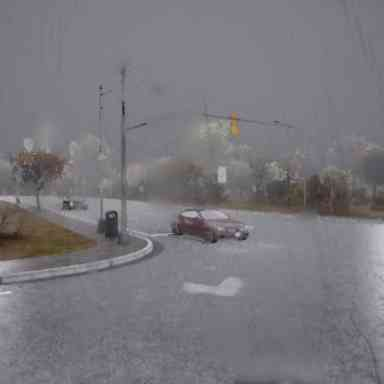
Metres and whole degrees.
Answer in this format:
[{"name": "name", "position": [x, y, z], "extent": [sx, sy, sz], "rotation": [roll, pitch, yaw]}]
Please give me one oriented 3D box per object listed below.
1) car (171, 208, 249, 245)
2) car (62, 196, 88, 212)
[{"name": "car", "position": [0.659, 1.485, 15.684], "extent": [1.812, 1.442, 4.674], "rotation": [0, 0, -32]}, {"name": "car", "position": [-13.325, 1.239, 37.836], "extent": [2.097, 1.767, 4.553], "rotation": [0, 1, -32]}]
